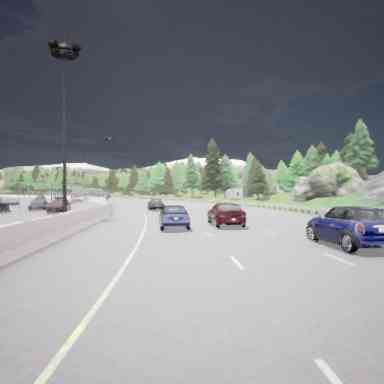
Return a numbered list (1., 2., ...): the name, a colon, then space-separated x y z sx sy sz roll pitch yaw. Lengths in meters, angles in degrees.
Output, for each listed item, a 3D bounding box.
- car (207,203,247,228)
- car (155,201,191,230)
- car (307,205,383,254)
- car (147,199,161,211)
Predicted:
1. car: 2.208 1.484 22.206 1.882 1.535 5.008 0 0 -6
2. car: -1.178 1.560 21.337 2.033 1.411 5.357 0 0 -6
3. car: 6.490 1.345 13.676 2.097 1.767 4.553 0 0 -4
4. car: -4.634 1.594 42.193 1.994 1.385 4.181 0 0 -12
